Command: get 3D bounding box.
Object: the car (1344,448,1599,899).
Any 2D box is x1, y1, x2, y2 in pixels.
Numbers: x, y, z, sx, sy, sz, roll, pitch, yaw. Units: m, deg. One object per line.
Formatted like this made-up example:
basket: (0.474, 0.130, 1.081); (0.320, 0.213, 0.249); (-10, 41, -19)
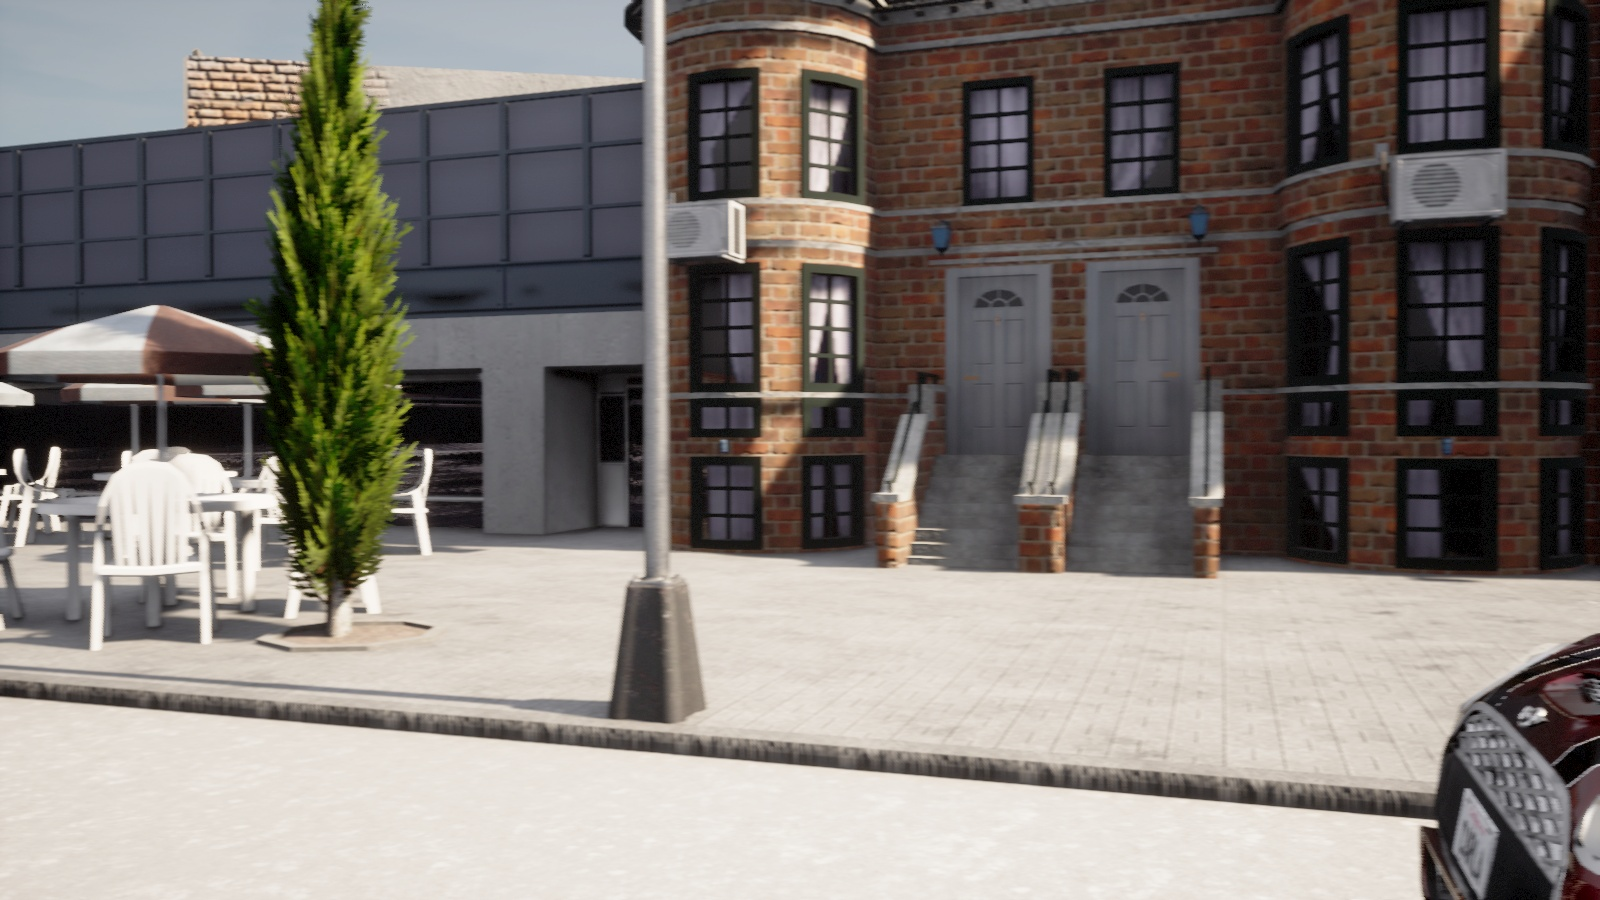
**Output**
car: (3.296, 0.763, 2.611); (3.806, 1.475, 1.970); (1, 1, 19)
